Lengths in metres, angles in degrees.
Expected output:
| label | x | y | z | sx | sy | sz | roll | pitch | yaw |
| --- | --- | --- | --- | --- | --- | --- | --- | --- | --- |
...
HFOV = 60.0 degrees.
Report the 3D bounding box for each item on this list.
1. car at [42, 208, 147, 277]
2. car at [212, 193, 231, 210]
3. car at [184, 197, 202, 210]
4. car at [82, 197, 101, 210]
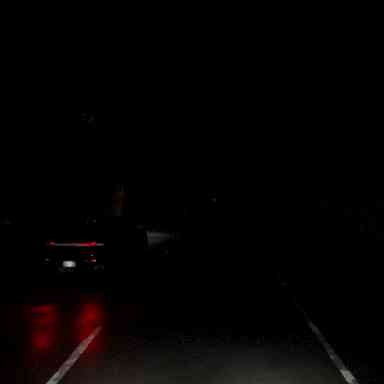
| label | x | y | z | sx | sy | sz | roll | pitch | yaw |
| --- | --- | --- | --- | --- | --- | --- | --- | --- | --- |
| car | -2.680 | 1.460 | 10.195 | 2.128 | 1.511 | 4.902 | 0 | 0 | 4 |
| car | 3.628 | 1.127 | 41.490 | 2.150 | 2.045 | 5.566 | 0 | 0 | 5 |
| car | 0.158 | 1.376 | 41.984 | 1.882 | 1.535 | 5.008 | 0 | 0 | 5 |
| car | -8.208 | 1.259 | 29.474 | 2.097 | 1.767 | 4.553 | 0 | 0 | 5 |
